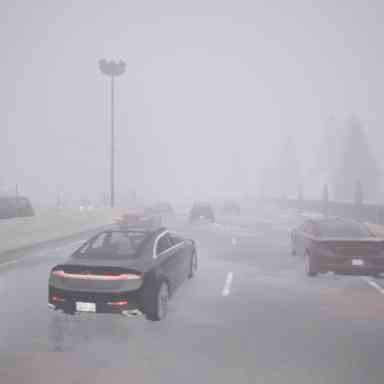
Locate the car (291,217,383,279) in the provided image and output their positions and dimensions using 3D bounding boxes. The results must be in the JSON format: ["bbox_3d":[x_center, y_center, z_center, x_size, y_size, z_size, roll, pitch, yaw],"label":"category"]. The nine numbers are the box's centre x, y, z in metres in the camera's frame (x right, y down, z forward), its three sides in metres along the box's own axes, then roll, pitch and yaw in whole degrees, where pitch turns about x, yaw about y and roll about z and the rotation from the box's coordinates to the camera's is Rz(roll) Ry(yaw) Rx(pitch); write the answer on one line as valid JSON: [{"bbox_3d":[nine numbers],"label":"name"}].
[{"bbox_3d":[4.245,1.492,10.198,1.882,1.535,5.008,0,0,9],"label":"car"}]

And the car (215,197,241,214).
[{"bbox_3d":[3.958,1.564,35.810,1.837,1.490,4.892,0,0,-5],"label":"car"}]

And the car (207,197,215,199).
[{"bbox_3d":[2.875,1.429,45.726,2.097,1.767,4.553,0,0,-11],"label":"car"}]

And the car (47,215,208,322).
[{"bbox_3d":[-1.126,1.506,7.369,2.128,1.511,4.902,0,0,11],"label":"car"}]

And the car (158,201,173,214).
[{"bbox_3d":[-3.067,1.628,35.516,1.994,1.385,4.181,0,0,-4],"label":"car"}]

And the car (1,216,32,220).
[{"bbox_3d":[-10.405,1.260,17.127,2.150,2.045,5.566,0,0,6],"label":"car"}]

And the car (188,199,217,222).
[{"bbox_3d":[0.779,1.550,26.558,1.837,1.490,4.892,0,0,1],"label":"car"}]

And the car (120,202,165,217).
[{"bbox_3d":[-3.006,1.562,19.609,1.812,1.442,4.674,0,0,4],"label":"car"}]
